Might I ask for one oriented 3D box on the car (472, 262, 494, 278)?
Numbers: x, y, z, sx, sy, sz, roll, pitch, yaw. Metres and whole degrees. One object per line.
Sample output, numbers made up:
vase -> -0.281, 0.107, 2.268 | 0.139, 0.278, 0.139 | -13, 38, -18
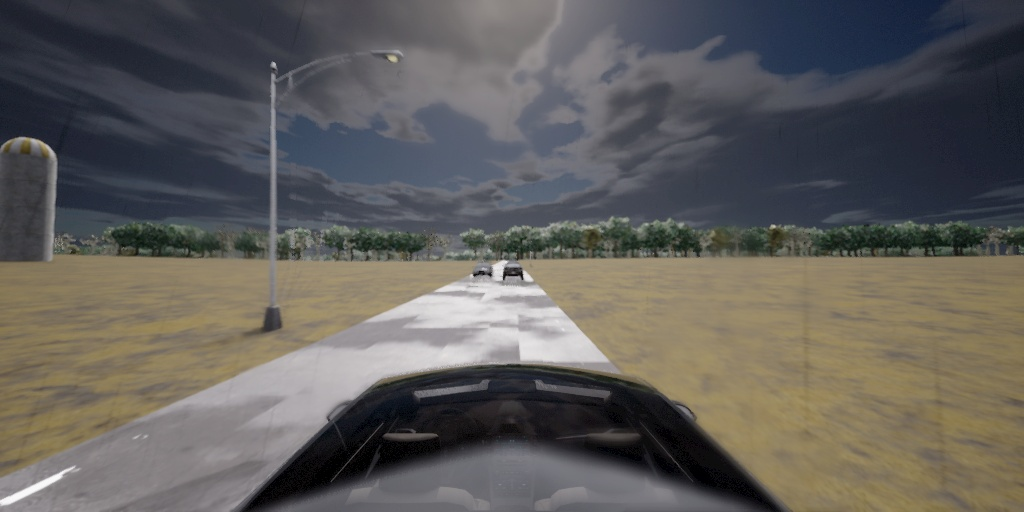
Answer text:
car -> -2.822, 1.371, 35.682 | 1.837, 1.490, 4.892 | 0, 0, 0

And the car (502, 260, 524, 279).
car -> 0.113, 1.338, 34.038 | 1.882, 1.535, 5.008 | 0, 0, 0
